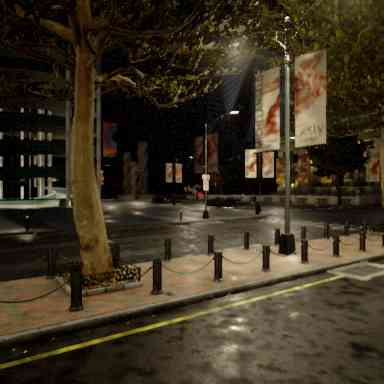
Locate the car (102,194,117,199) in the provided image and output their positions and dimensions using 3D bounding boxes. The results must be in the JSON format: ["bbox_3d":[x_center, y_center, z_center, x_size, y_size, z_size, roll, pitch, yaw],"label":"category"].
[{"bbox_3d":[-17.812,1.086,72.005,5.008,1.535,1.882,0,0,23],"label":"car"}]

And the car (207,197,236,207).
[{"bbox_3d":[3.983,1.554,49.685,1.994,1.385,4.181,0,0,-35],"label":"car"}]

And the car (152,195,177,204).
[{"bbox_3d":[-5.541,1.343,62.558,2.097,1.767,4.553,0,0,-41],"label":"car"}]

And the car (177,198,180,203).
[{"bbox_3d":[-4.550,1.495,66.981,1.837,1.490,4.892,0,0,-44],"label":"car"}]

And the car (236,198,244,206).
[{"bbox_3d":[6.174,1.482,52.665,2.128,1.511,4.902,0,0,-35],"label":"car"}]
